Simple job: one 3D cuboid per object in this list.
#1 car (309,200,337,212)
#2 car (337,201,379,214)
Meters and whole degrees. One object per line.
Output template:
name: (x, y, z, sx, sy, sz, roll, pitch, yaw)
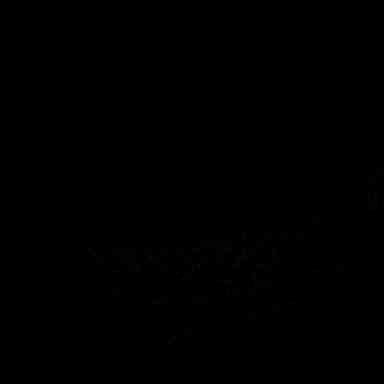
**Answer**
car: (16.083, 1.709, 42.471, 1.752, 1.417, 4.829, 0, 0, -36)
car: (19.467, 1.670, 37.768, 1.887, 1.381, 4.507, 0, 0, -36)
